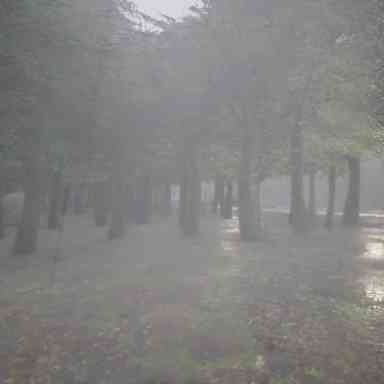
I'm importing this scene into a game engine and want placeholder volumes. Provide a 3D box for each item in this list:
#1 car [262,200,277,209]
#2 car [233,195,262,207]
[{"bbox_3d":[11.444,1.952,53.049,1.994,1.385,4.181,1,-1,-34],"label":"car"},{"bbox_3d":[7.823,1.557,52.565,2.150,2.045,5.566,1,-1,-34],"label":"car"}]
